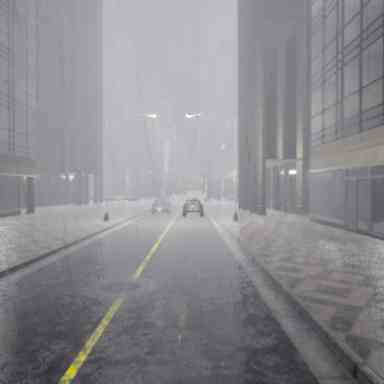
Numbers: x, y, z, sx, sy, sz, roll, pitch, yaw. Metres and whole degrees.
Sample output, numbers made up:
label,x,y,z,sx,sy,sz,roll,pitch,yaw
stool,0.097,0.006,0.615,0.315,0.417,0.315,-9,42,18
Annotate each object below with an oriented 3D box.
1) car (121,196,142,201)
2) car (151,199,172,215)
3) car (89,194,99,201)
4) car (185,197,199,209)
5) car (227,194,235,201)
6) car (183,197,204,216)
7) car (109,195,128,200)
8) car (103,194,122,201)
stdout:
label,x,y,z,sx,sy,sz,roll,pitch,yaw
car,-14.892,1.688,84.660,4.507,1.381,1.887,0,1,0
car,-3.079,1.501,34.047,2.128,1.511,4.902,0,0,0
car,-25.942,1.413,84.626,5.009,1.841,2.192,0,1,0
car,0.031,1.532,48.032,1.837,1.490,4.892,0,0,0
car,12.149,1.582,84.729,5.009,1.841,2.192,0,0,0
car,0.107,1.432,32.250,2.033,1.649,4.856,0,-1,0
car,-20.598,1.531,93.170,4.829,1.417,1.752,0,1,0
car,-20.418,1.671,84.644,4.403,1.369,2.008,0,1,0
